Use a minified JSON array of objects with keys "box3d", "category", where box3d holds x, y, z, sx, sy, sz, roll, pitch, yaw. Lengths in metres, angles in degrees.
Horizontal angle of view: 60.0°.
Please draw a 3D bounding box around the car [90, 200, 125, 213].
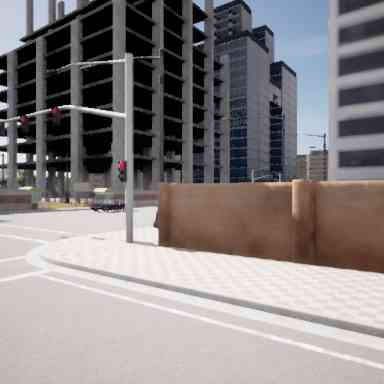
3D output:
[{"box3d":[-9.085,1.530,37.602,1.895,1.301,4.718,0,0,36],"category":"car"}]
